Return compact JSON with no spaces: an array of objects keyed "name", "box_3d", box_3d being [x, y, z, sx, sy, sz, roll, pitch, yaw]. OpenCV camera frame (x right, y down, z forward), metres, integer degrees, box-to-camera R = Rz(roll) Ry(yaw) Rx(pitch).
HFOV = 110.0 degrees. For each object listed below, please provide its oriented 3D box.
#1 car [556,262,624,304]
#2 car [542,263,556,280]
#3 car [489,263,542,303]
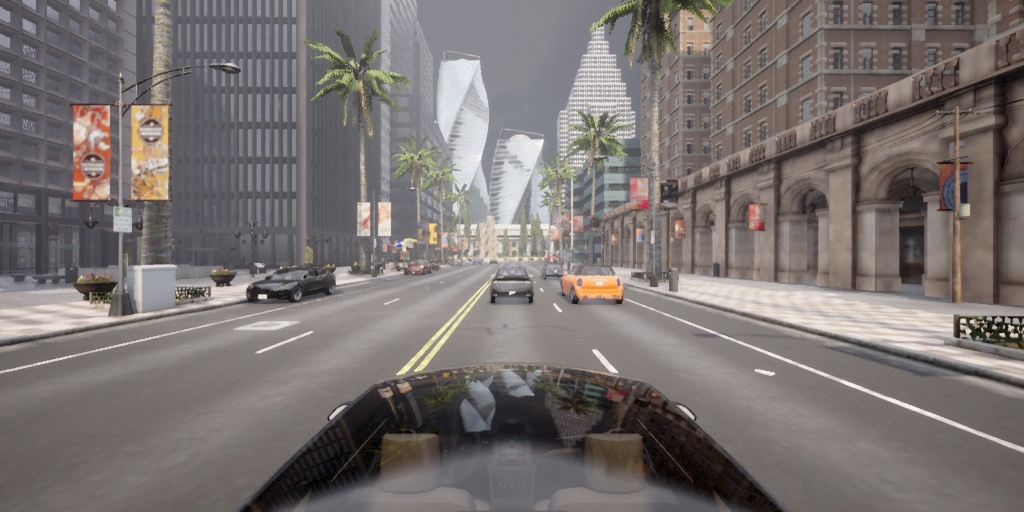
[{"name":"car","box_3d":[3.500,1.116,16.470,2.097,1.767,4.553,0,0,0]},{"name":"car","box_3d":[3.534,1.313,31.487,2.033,1.411,5.357,0,0,0]},{"name":"car","box_3d":[0.000,1.245,16.500,2.128,1.511,4.902,0,0,0]}]
